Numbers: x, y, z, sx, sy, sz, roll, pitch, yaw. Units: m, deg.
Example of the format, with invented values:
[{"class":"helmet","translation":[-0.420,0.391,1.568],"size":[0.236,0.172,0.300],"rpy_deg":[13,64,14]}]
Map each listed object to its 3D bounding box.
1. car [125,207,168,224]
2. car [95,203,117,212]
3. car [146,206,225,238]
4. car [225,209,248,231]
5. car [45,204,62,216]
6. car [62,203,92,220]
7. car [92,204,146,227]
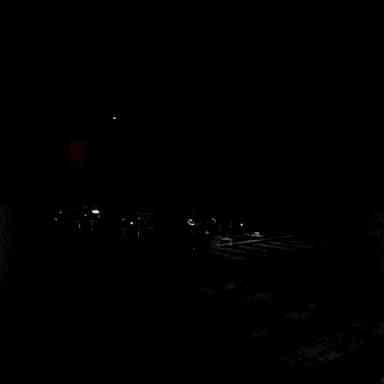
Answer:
[{"class":"car","translation":[-4.242,2.082,30.250],"size":[1.895,1.301,4.718],"rpy_deg":[0,-1,-36]},{"class":"car","translation":[-14.349,2.573,55.446],"size":[1.895,1.301,4.718],"rpy_deg":[0,-1,-36]},{"class":"car","translation":[-0.510,1.636,19.625],"size":[2.097,1.767,4.553],"rpy_deg":[0,-1,-36]},{"class":"car","translation":[1.591,1.801,22.261],"size":[1.837,1.490,4.892],"rpy_deg":[0,-1,-36]},{"class":"car","translation":[-17.763,2.331,43.322],"size":[2.128,1.511,4.902],"rpy_deg":[0,-1,-36]},{"class":"car","translation":[-11.931,2.214,35.286],"size":[1.994,1.385,4.181],"rpy_deg":[0,-1,-36]},{"class":"car","translation":[-6.091,2.009,27.277],"size":[2.033,1.411,5.357],"rpy_deg":[0,-1,-35]}]
